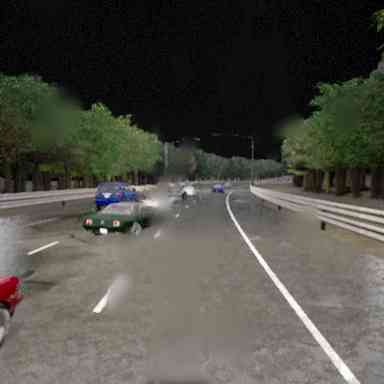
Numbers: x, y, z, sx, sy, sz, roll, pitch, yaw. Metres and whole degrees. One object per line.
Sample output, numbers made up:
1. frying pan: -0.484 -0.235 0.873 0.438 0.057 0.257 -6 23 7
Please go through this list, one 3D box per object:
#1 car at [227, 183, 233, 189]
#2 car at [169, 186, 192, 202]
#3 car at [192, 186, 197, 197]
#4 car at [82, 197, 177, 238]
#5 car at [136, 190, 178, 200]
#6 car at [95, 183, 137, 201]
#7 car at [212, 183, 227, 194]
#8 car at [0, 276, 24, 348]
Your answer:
1. car: 8.378 -1.436 77.043 1.994 1.385 4.181 0 3 12
2. car: -1.556 0.254 35.276 2.128 1.511 4.902 0 2 6
3. car: -0.340 -0.097 46.060 1.812 1.442 4.674 0 2 7
4. car: -2.551 1.104 14.549 1.895 1.301 4.718 1 2 20
5. car: -2.480 0.748 24.497 1.895 1.301 4.718 0 2 4
6. car: -5.752 0.313 25.924 2.150 2.045 5.566 0 2 4
7. car: 4.397 -0.502 55.593 1.882 1.535 5.008 0 3 10
8. car: -3.463 1.502 2.818 1.895 1.301 4.718 0 2 1
